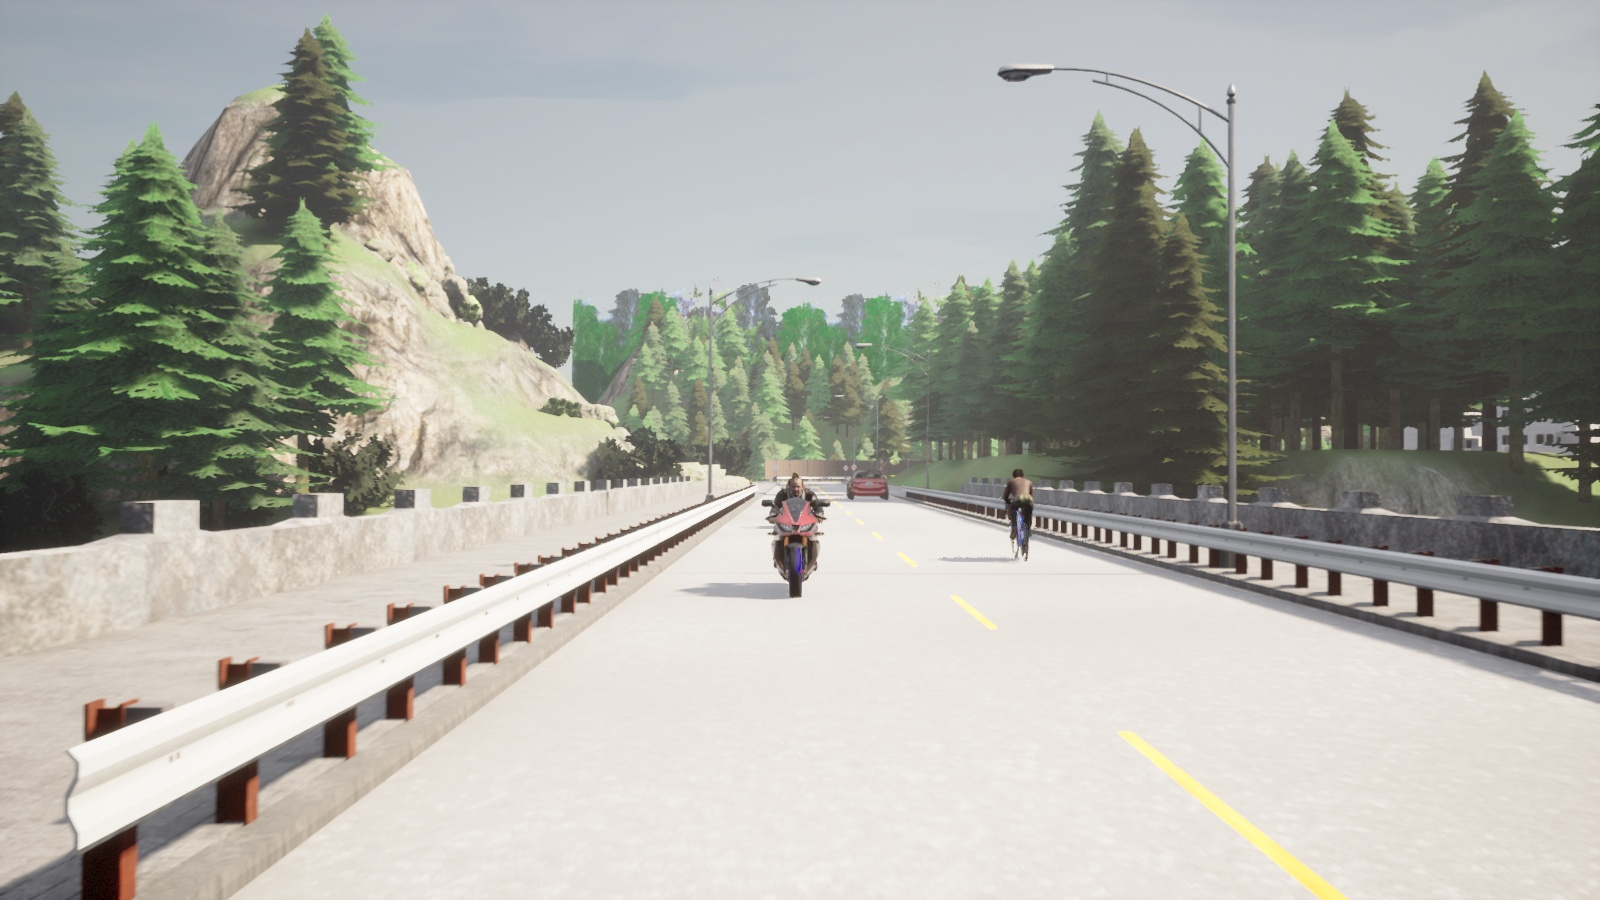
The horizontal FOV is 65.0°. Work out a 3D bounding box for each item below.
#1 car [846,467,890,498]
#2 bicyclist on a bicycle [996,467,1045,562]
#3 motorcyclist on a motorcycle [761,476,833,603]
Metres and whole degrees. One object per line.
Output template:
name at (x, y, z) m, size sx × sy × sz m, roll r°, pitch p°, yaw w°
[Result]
car at (3.775, 1.823, 70.452) m, size 2.242 × 1.667 × 4.611 m, roll 0°, pitch -1°, yaw 0°
bicyclist on a bicycle at (3.917, 1.127, 22.405) m, size 0.582 × 1.620 × 1.656 m, roll 0°, pitch -1°, yaw 0°
motorcyclist on a motorcycle at (-0.044, 1.123, 16.303) m, size 0.866 × 1.530 × 2.191 m, roll 0°, pitch -2°, yaw 0°
